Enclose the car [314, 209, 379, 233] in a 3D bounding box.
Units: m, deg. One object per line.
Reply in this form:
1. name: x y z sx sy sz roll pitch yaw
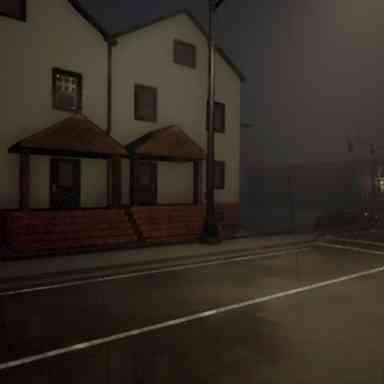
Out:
1. car: 11.238 1.965 24.588 1.812 1.442 4.674 1 -14 -36
